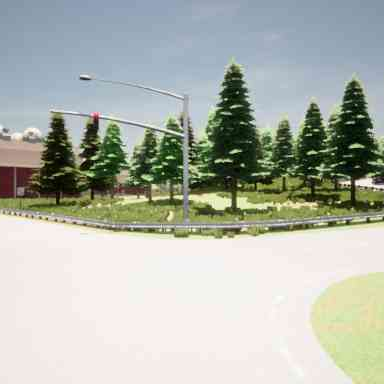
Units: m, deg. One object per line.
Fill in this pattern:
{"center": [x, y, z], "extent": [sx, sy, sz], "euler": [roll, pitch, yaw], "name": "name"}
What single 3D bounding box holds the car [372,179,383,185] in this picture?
{"center": [29.087, -1.921, 51.437], "extent": [1.837, 1.490, 4.892], "euler": [0, 5, 21], "name": "car"}
